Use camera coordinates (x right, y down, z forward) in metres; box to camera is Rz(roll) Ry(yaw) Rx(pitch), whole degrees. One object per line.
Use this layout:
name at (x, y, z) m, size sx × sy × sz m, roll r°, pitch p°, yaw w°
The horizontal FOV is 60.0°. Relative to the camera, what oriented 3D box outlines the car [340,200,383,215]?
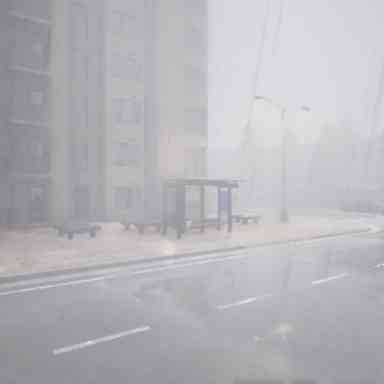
car at (16.717, 1.430, 32.552) m, size 1.994 × 1.385 × 4.181 m, roll 0°, pitch 0°, yaw -31°
